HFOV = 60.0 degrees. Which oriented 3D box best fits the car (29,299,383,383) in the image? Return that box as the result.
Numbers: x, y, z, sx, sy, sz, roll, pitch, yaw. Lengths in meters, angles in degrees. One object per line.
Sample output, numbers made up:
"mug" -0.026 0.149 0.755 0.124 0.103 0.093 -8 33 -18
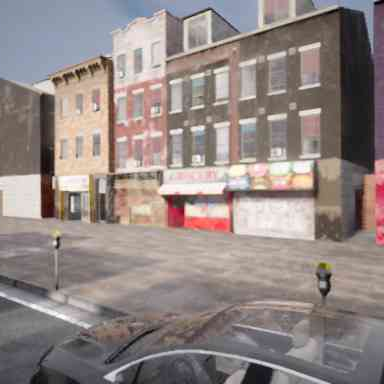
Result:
"car" 0.519 1.551 2.446 4.403 1.369 2.008 0 0 35
